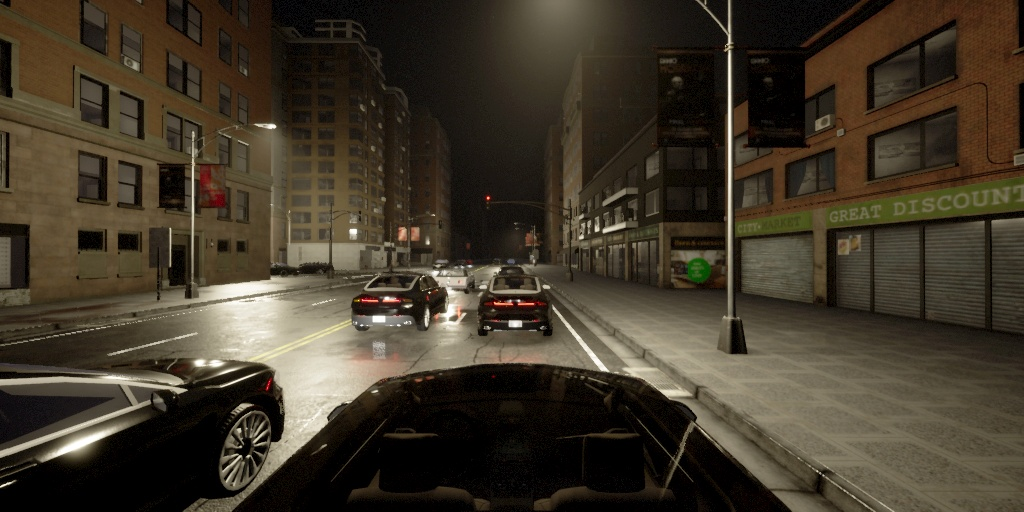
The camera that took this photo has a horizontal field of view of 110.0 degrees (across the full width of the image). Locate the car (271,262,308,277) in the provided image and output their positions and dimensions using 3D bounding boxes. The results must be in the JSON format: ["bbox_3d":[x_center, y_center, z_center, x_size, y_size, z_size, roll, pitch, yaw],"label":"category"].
[{"bbox_3d":[-22.612,1.316,34.555,4.181,1.385,1.994,0,0,0],"label":"car"}]

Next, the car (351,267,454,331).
[{"bbox_3d":[-3.171,1.256,10.962,1.837,1.490,4.892,0,0,0],"label":"car"}]

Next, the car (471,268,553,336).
[{"bbox_3d":[0.081,1.256,10.372,1.837,1.490,4.892,0,0,0],"label":"car"}]

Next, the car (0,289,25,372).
[{"bbox_3d":[-9.855,1.298,3.825,2.033,1.411,5.357,0,0,0],"label":"car"}]

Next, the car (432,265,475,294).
[{"bbox_3d":[-3.190,1.354,20.275,1.895,1.301,4.718,0,0,0],"label":"car"}]

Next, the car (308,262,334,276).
[{"bbox_3d":[-20.963,1.331,37.461,4.181,1.385,1.994,0,0,0],"label":"car"}]

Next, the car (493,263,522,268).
[{"bbox_3d":[-0.036,1.278,19.628,1.812,1.442,4.674,0,0,0],"label":"car"}]

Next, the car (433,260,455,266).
[{"bbox_3d":[-9.956,1.260,50.850,2.128,1.511,4.902,0,0,0],"label":"car"}]

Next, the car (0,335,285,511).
[{"bbox_3d":[-3.153,1.242,1.574,2.128,1.511,4.902,0,0,0],"label":"car"}]
